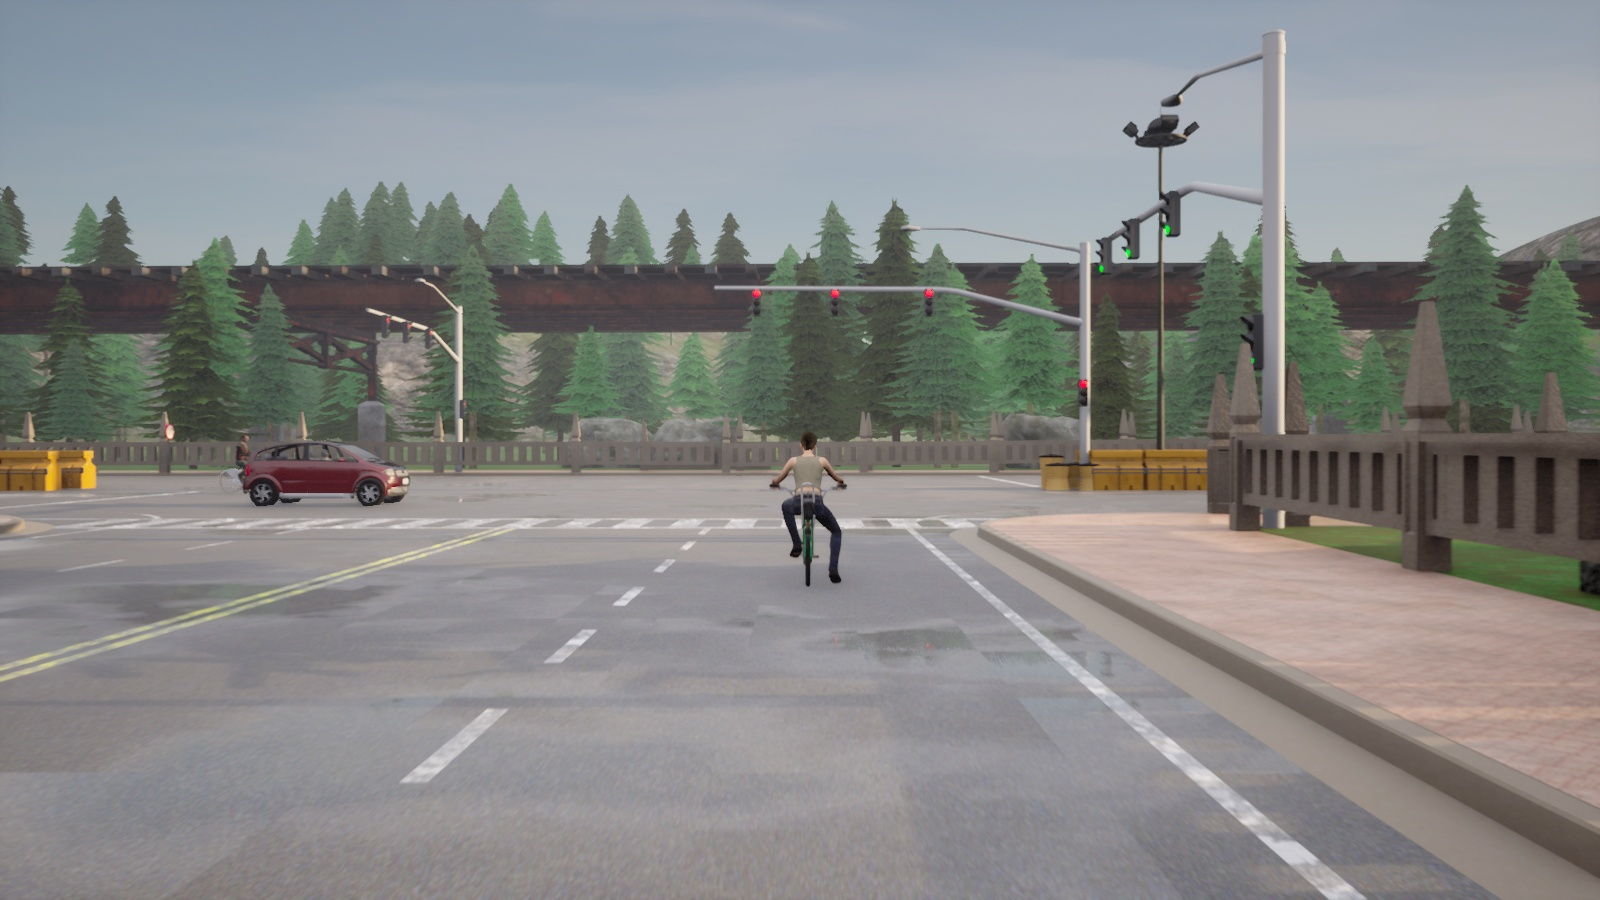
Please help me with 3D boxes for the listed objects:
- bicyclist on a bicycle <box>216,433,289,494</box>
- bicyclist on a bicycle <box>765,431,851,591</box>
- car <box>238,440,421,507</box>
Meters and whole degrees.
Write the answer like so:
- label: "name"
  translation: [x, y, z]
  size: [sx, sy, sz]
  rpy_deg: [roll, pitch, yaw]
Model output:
- label: "bicyclist on a bicycle"
  translation: [-16.173, 0.395, 37.116]
  size: [1.843, 1.776, 0.659]
  rpy_deg: [0, 0, 1]
- label: "bicyclist on a bicycle"
  translation: [0.086, 0.608, 13.393]
  size: [0.866, 1.612, 1.509]
  rpy_deg: [0, 0, 0]
- label: "car"
  translation: [-11.209, 0.547, 30.066]
  size: [3.705, 1.549, 1.789]
  rpy_deg: [0, 0, 1]
